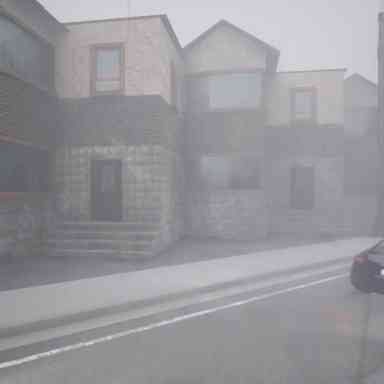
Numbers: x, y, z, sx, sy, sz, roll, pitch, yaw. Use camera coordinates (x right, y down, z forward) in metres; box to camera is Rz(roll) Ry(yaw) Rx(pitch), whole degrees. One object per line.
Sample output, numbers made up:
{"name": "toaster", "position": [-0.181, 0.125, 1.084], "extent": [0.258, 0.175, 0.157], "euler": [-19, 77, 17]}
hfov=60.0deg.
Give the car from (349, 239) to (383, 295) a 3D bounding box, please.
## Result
{"name": "car", "position": [5.508, 1.564, 7.648], "extent": [4.181, 1.385, 1.994], "euler": [0, 0, -35]}
